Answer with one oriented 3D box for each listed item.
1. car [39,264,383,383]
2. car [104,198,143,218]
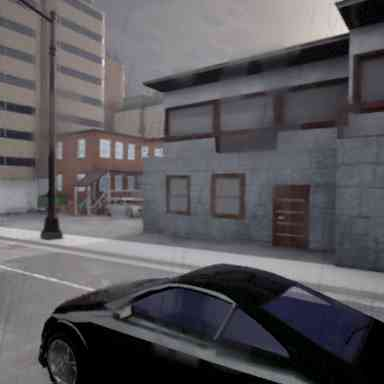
[{"bbox_3d":[0.150,1.566,3.760,4.181,1.385,1.994,0,0,35],"label":"car"},{"bbox_3d":[-5.167,1.232,26.547,3.806,1.475,1.970,0,0,36],"label":"car"}]
